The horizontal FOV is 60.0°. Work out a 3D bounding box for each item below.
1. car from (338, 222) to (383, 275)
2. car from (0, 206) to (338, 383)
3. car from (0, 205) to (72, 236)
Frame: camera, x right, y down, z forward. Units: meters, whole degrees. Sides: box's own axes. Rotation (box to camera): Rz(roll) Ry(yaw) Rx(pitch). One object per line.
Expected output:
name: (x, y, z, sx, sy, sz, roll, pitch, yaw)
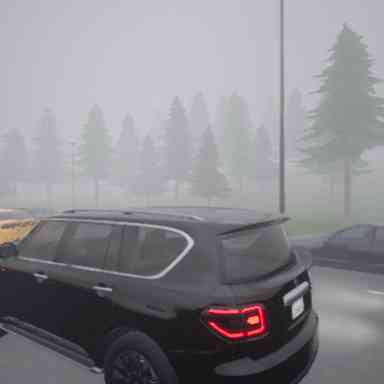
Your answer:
car: (4.925, 1.536, 9.085, 5.357, 1.411, 2.033, 0, 0, 36)
car: (-1.138, 1.223, 4.818, 5.566, 2.045, 2.150, 0, 0, 36)
car: (-9.575, 1.564, 19.656, 5.357, 1.411, 2.033, 0, 0, 36)
